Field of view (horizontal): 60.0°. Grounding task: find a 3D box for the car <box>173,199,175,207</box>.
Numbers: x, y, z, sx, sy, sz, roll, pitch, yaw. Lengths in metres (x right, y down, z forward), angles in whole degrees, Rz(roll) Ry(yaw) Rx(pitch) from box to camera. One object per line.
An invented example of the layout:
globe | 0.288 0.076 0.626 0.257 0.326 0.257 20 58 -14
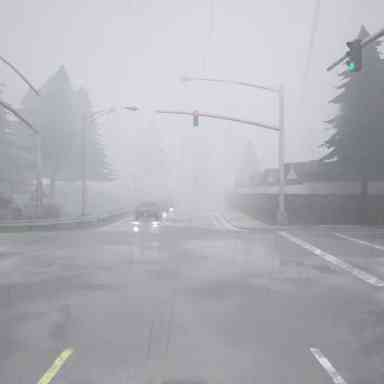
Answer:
car | -3.515 1.504 48.307 1.837 1.490 4.892 0 0 2

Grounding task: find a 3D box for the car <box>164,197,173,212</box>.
car | -3.599 1.564 37.952 1.994 1.385 4.181 0 0 0

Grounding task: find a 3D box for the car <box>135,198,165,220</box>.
car | -3.603 1.505 28.038 1.837 1.490 4.892 0 0 0
